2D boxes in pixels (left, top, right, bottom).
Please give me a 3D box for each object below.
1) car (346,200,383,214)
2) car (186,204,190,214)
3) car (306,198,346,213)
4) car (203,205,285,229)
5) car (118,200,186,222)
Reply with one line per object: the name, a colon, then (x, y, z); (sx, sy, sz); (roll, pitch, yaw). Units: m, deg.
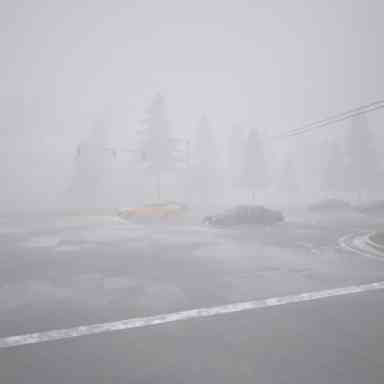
car: (19.155, 1.547, 34.461); (5.357, 1.411, 2.033); (0, 0, -16)
car: (-2.580, 1.505, 30.634); (4.892, 1.490, 1.837); (0, 0, -22)
car: (15.134, 1.478, 36.912); (5.008, 1.535, 1.882); (0, 0, -17)
car: (3.432, 1.547, 21.800); (5.357, 1.411, 2.033); (0, 0, -21)
car: (-3.364, 1.477, 26.517); (5.008, 1.535, 1.882); (0, 0, -23)
